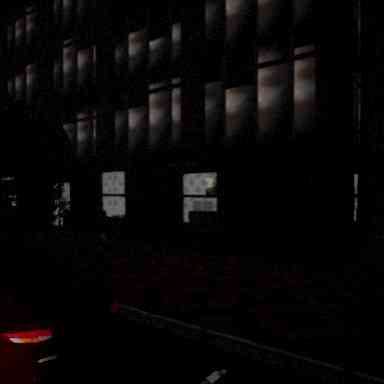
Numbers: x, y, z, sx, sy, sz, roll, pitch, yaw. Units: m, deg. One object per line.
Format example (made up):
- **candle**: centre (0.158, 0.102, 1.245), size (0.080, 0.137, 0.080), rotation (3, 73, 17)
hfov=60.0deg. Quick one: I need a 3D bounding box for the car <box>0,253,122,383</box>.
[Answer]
- **car**: centre (-2.825, 1.580, 4.891), size (4.206, 1.307, 1.802), rotation (0, 0, 36)
